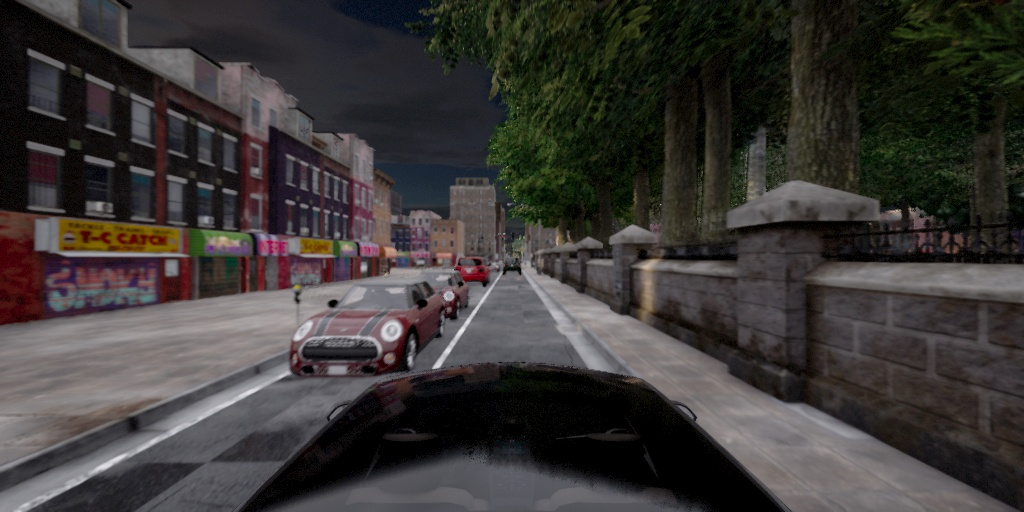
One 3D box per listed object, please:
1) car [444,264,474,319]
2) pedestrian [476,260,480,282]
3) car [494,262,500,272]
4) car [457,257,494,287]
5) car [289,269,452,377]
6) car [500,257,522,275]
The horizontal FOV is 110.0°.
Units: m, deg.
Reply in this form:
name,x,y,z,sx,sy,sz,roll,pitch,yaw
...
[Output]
name,x,y,z,sx,sy,sz,roll,pitch,yaw
car,-2.639,1.239,12.704,1.967,1.591,4.097,0,0,0
pedestrian,-2.732,1.166,28.910,0.375,1.860,0.375,0,0,0
car,-2.608,1.545,49.323,1.802,1.307,4.207,0,0,0
car,-2.734,1.082,25.658,2.150,2.045,5.566,0,0,0
car,-2.643,1.215,7.432,1.967,1.591,4.097,0,0,0
car,0.051,1.162,43.368,2.150,2.045,5.566,0,0,1
